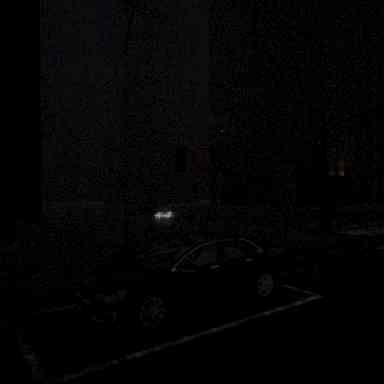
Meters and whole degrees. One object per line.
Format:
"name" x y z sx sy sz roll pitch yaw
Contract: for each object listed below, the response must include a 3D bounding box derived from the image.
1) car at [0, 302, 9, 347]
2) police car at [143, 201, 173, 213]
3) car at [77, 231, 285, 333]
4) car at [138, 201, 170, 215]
"car" -4.630 1.541 3.349 4.829 1.417 1.752 -1 0 -35
"police car" -4.978 2.077 47.945 2.038 1.542 4.974 -1 -1 -36
"car" -0.001 1.520 6.647 4.403 1.369 2.008 -1 0 -35
"car" -4.979 2.064 42.236 2.033 1.411 5.357 -1 -1 -36
